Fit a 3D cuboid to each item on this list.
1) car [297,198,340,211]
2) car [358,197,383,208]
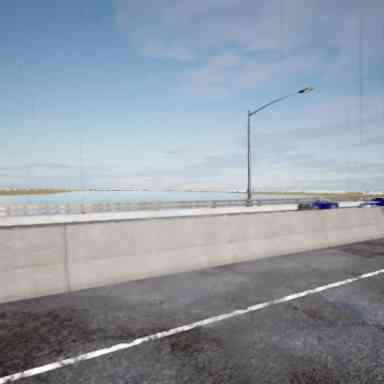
[{"bbox_3d":[12.712,1.324,33.499,4.718,1.301,1.895,0,0,-34],"label":"car"},{"bbox_3d":[18.547,1.228,33.235,4.674,1.442,1.812,-1,0,-34],"label":"car"}]
